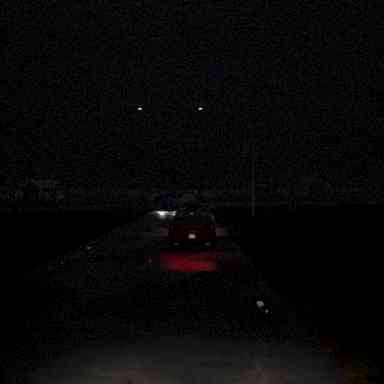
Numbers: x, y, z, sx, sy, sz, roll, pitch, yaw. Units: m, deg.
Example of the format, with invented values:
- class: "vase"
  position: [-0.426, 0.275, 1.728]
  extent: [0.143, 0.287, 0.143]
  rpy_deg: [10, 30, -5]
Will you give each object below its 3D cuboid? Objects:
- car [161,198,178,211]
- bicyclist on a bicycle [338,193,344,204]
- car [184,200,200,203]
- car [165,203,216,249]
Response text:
- class: "car"
  position: [-2.749, 1.531, 41.737]
  extent: [1.882, 1.535, 5.008]
  rpy_deg: [0, 0, 0]
- class: "bicyclist on a bicycle"
  position: [22.848, 1.030, 51.041]
  extent: [0.582, 1.620, 1.656]
  rpy_deg: [-1, 0, 0]
- class: "car"
  position: [0.001, 1.523, 29.656]
  extent: [1.837, 1.490, 4.892]
  rpy_deg: [0, 0, 0]
- class: "car"
  position: [0.001, 1.482, 14.653]
  extent: [1.882, 1.535, 5.008]
  rpy_deg: [0, 0, 0]
